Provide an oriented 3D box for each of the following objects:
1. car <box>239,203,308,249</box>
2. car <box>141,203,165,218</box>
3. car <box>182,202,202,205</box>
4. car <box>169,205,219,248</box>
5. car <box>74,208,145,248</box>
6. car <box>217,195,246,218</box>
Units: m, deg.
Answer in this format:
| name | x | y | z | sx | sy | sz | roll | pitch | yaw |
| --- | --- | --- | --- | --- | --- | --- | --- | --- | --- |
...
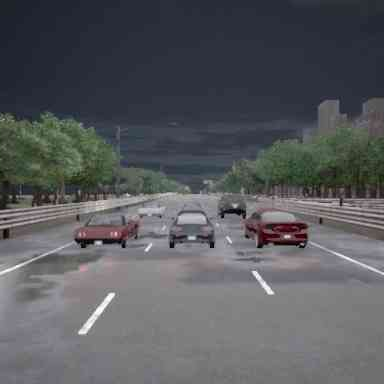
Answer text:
| name | x | y | z | sx | sy | sz | roll | pitch | yaw |
| --- | --- | --- | --- | --- | --- | --- | --- | --- | --- |
| car | 3.500 | 1.485 | 14.650 | 1.882 | 1.535 | 5.008 | 0 | 0 | 0 |
| car | -3.500 | 1.612 | 29.680 | 1.895 | 1.301 | 4.718 | 0 | 0 | 0 |
| car | 0.000 | 1.569 | 29.650 | 1.994 | 1.385 | 4.181 | 0 | 0 | 0 |
| car | 0.000 | 1.533 | 14.650 | 1.812 | 1.442 | 4.674 | 0 | 0 | 0 |
| car | -3.500 | 1.616 | 14.680 | 1.895 | 1.301 | 4.718 | 0 | 0 | 0 |
| car | 3.500 | 1.253 | 29.680 | 2.150 | 2.045 | 5.566 | 0 | 0 | 0 |
